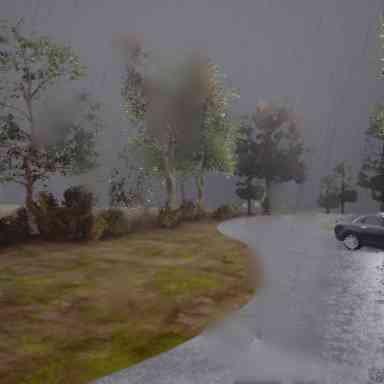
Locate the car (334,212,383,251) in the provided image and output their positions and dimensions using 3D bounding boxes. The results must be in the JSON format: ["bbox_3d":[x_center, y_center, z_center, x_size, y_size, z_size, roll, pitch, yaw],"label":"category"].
[{"bbox_3d":[7.791,1.588,12.409,1.837,1.490,4.892,0,2,-33],"label":"car"}]
